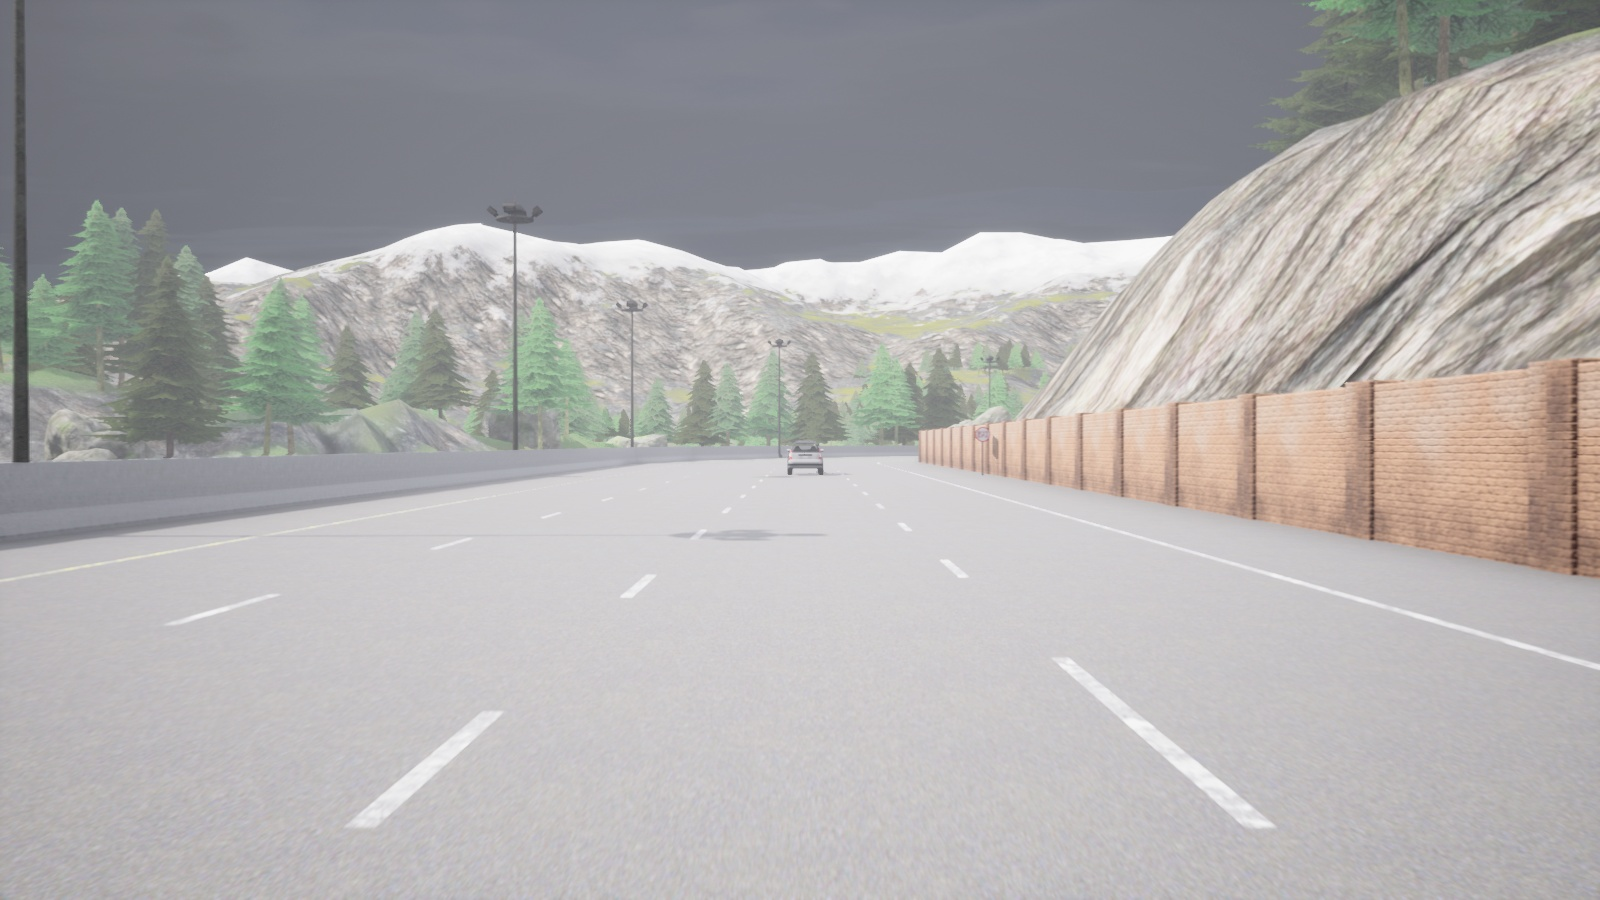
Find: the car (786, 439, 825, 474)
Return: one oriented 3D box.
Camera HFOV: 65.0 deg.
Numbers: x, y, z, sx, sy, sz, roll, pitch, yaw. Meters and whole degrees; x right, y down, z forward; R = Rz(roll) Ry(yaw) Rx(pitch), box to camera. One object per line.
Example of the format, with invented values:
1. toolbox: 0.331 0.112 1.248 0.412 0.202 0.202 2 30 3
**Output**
1. car: 0.262 0.303 60.698 1.851 1.617 3.988 0 0 0
